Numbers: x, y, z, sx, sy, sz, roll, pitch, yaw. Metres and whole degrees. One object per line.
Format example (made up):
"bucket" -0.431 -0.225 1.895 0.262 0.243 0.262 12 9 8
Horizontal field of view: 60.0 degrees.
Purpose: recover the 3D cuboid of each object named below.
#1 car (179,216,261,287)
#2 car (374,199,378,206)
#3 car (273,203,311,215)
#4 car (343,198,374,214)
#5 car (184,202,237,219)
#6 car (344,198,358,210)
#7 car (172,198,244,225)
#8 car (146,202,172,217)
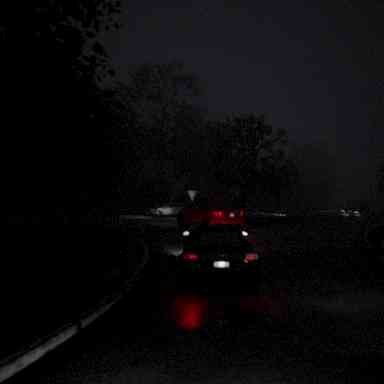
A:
"car" 0.684 1.629 9.563 1.994 1.385 4.181 0 0 0
"car" 32.157 1.878 59.648 2.097 1.767 4.553 0 0 25
"car" 12.784 2.109 42.301 5.357 1.411 2.033 2 -1 -33
"car" 23.179 1.971 46.695 2.150 2.045 5.566 0 -1 43
"car" 1.828 1.779 32.561 4.892 1.490 1.837 1 -1 -27
"car" 28.415 2.127 59.476 2.150 2.045 5.566 0 -1 27
"car" 1.011 1.364 20.575 2.150 2.045 5.566 0 0 -26
"car" -2.314 1.776 33.886 4.674 1.442 1.812 1 -1 -27
